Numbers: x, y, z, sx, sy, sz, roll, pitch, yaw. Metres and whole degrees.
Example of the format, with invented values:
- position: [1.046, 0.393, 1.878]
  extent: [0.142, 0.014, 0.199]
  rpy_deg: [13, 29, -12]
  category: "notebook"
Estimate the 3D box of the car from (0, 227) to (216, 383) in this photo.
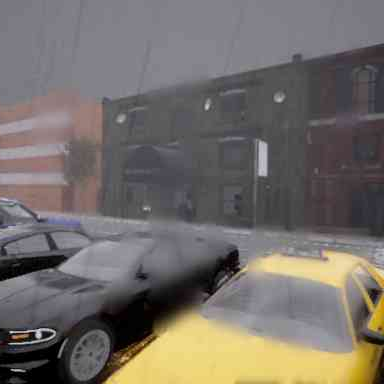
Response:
- position: [-0.971, 1.461, 5.701]
  extent: [2.097, 1.535, 5.008]
  rpy_deg: [0, 0, 36]
  category: "car"

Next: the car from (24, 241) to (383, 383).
- position: [1.215, 1.473, 3.899]
  extent: [1.946, 1.575, 5.366]
  rpy_deg: [0, 0, 36]
  category: "car"

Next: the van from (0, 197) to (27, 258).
- position: [-7.928, 1.193, 10.543]
  extent: [1.878, 1.987, 4.442]
  rpy_deg: [0, 0, 36]
  category: "van"

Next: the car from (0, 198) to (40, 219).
- position: [-5.548, 1.181, 9.013]
  extent: [2.435, 2.045, 5.566]
  rpy_deg: [0, 0, 36]
  category: "car"

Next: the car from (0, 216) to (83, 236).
- position: [-3.272, 1.447, 7.340]
  extent: [2.097, 1.535, 5.008]
  rpy_deg: [0, 0, 36]
  category: "car"
